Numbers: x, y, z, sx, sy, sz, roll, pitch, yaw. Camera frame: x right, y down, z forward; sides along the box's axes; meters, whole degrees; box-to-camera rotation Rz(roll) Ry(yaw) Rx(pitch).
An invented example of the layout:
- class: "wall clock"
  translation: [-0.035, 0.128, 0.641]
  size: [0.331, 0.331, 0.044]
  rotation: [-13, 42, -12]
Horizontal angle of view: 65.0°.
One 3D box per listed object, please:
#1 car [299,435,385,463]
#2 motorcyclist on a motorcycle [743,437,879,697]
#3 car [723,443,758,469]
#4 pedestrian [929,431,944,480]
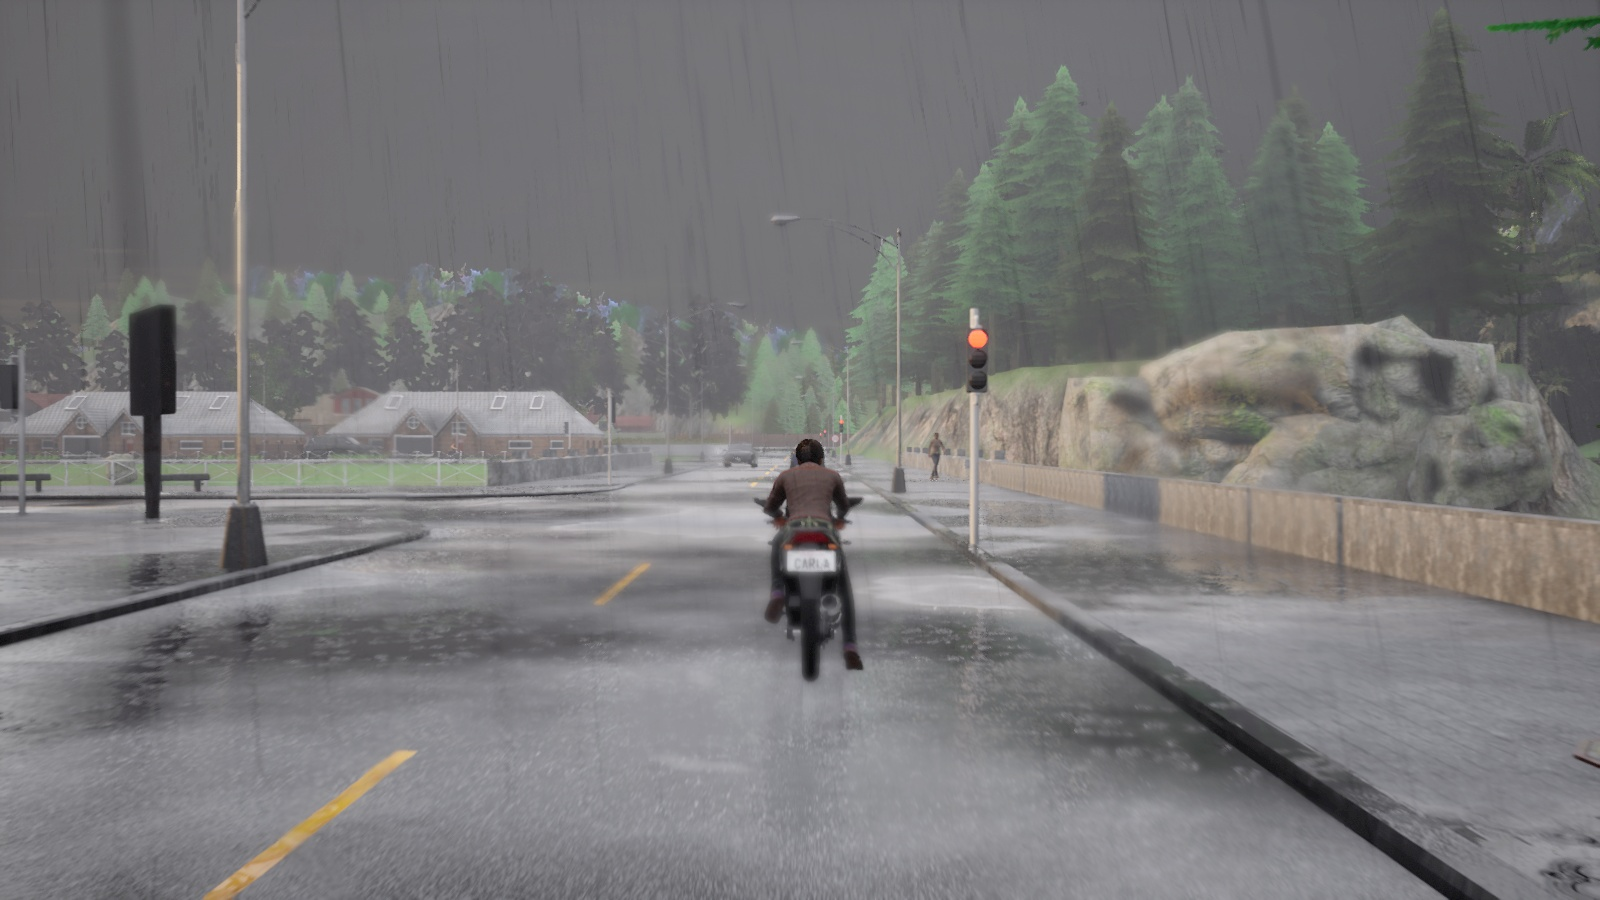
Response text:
- class: "car"
  translation: [-33.859, -0.088, 92.890]
  size: [5.566, 2.045, 2.150]
  rotation: [0, 0, 0]
- class: "motorcyclist on a motorcycle"
  translation: [0.065, 0.681, 8.390]
  size: [0.797, 1.523, 2.044]
  rotation: [0, 0, 0]
- class: "car"
  translation: [-3.538, 0.322, 75.619]
  size: [1.837, 1.490, 4.892]
  rotation: [0, 0, 0]
- class: "pedestrian"
  translation: [5.098, 0.196, 46.931]
  size: [0.328, 1.805, 0.869]
  rotation: [0, 0, -12]
